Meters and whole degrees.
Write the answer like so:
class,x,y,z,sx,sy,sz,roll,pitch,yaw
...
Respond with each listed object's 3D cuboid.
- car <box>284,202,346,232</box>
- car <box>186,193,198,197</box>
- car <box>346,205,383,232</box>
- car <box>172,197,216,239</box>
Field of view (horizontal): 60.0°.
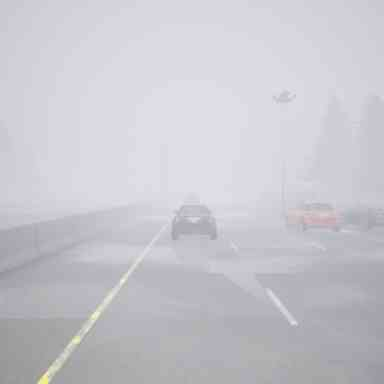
class,x,y,z,sx,sy,sz,roll,pitch,yaw
car,7.083,1.357,20.118,2.097,1.767,4.553,0,0,0
car,-0.008,1.231,47.906,2.150,2.045,5.566,0,0,0
car,10.584,1.497,20.138,2.128,1.511,4.902,0,0,0
car,0.088,1.356,17.489,2.097,1.767,4.553,0,0,0
